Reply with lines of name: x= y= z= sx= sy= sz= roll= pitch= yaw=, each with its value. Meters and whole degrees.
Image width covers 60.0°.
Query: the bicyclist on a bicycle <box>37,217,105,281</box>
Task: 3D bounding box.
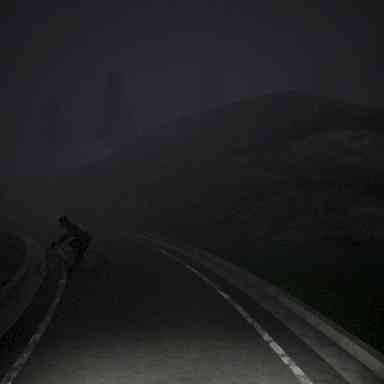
bicyclist on a bicycle: x=-3.119 y=1.453 z=8.602 sx=1.656 sy=1.620 sz=0.582 roll=-2 pitch=1 yaw=-19
